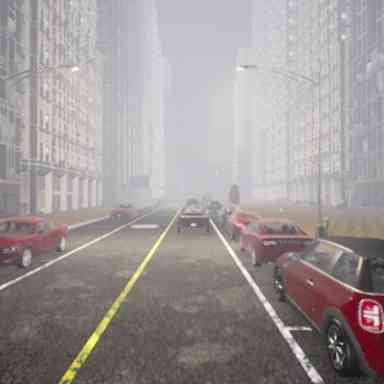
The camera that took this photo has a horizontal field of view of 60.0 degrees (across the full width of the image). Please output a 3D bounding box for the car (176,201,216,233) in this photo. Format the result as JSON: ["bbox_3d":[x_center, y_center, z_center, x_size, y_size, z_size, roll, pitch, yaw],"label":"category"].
[{"bbox_3d":[0.082,1.522,20.027,2.128,1.511,4.902,0,0,0],"label":"car"}]

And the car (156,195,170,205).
[{"bbox_3d":[-5.738,1.657,62.476,2.008,1.369,4.403,0,0,0],"label":"car"}]

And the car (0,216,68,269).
[{"bbox_3d":[-5.694,1.564,11.274,1.887,1.381,4.507,0,0,0],"label":"car"}]

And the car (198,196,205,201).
[{"bbox_3d":[2.617,1.707,90.904,1.887,1.381,4.507,0,0,0],"label":"car"}]

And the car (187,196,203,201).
[{"bbox_3d":[0.065,1.573,42.756,1.837,1.490,4.892,0,0,0],"label":"car"}]

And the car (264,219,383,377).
[{"bbox_3d":[2.692,1.447,5.570,1.967,1.590,4.097,0,0,0],"label":"car"}]

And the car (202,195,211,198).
[{"bbox_3d":[2.652,1.607,51.252,1.752,1.417,4.829,0,0,0],"label":"car"}]

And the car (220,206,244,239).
[{"bbox_3d":[2.682,1.606,16.949,1.802,1.307,4.206,0,0,0],"label":"car"}]

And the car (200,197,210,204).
[{"bbox_3d":[2.637,1.658,68.149,1.887,1.381,4.507,0,0,0],"label":"car"}]

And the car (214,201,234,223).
[{"bbox_3d":[2.677,1.584,22.637,2.008,1.369,4.403,0,0,0],"label":"car"}]

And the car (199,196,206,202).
[{"bbox_3d":[2.622,1.731,85.216,1.802,1.307,4.206,0,0,0],"label":"car"}]

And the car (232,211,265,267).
[{"bbox_3d":[2.687,1.560,11.260,1.887,1.381,4.507,0,0,0],"label":"car"}]

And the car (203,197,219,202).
[{"bbox_3d":[2.662,1.628,39.703,1.947,1.339,4.313,0,0,0],"label":"car"}]

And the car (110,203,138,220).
[{"bbox_3d":[-5.709,1.590,28.342,1.887,1.381,4.507,0,0,0],"label":"car"}]
